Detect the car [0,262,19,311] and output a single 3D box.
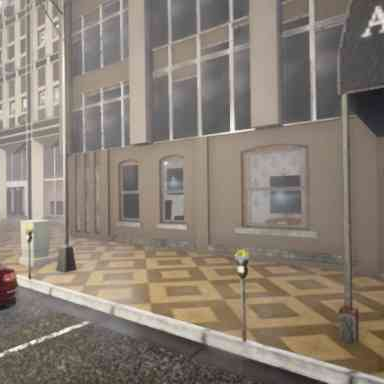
[{"bbox_3d":[-4.975,1.581,6.433,4.206,1.307,1.802,0,-1,35],"label":"car"}]
